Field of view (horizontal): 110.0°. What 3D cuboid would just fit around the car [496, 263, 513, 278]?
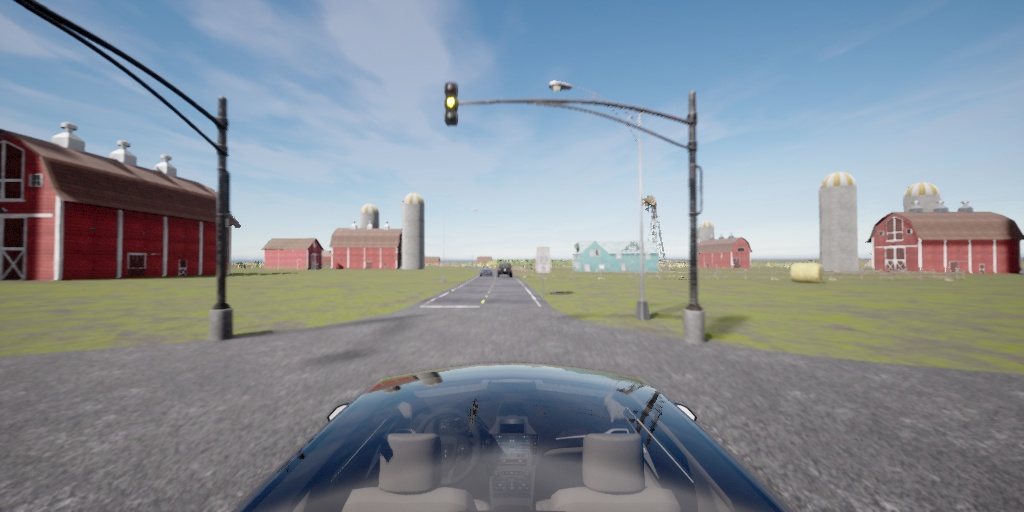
[{"bbox_3d":[-1.044,2.041,51.587,2.150,2.045,5.566,0,-1,-3],"label":"car"}]

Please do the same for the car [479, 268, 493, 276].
[{"bbox_3d":[-4.023,2.503,56.432,1.994,1.385,4.181,0,-1,-3],"label":"car"}]
